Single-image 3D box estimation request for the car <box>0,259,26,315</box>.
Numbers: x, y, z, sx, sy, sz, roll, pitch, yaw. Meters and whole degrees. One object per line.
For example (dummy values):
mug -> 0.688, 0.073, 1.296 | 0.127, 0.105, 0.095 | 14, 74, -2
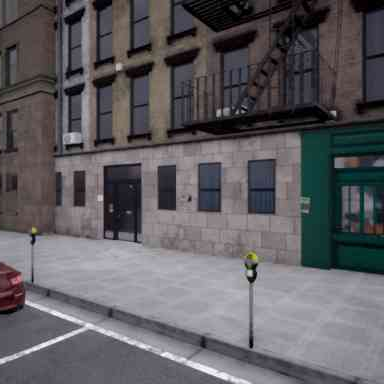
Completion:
car -> -4.736, 1.581, 6.225 | 4.206, 1.307, 1.802 | 0, 0, 36
